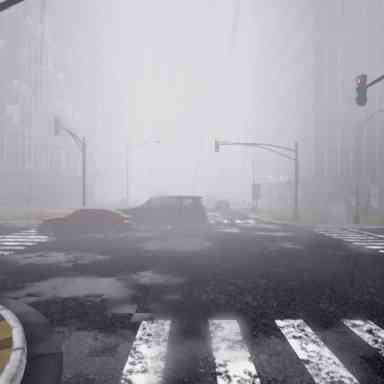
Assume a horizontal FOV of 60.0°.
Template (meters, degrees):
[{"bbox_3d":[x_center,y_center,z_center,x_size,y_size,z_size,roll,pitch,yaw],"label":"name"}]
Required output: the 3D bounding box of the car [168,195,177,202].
[{"bbox_3d":[-4.364,1.426,74.947,1.967,1.590,4.097,0,0,0],"label":"car"}]

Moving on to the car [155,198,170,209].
[{"bbox_3d":[-4.165,1.592,47.309,1.802,1.307,4.206,0,0,0],"label":"car"}]

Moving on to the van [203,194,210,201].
[{"bbox_3d":[3.477,1.321,80.531,1.690,1.788,3.998,0,0,0],"label":"van"}]

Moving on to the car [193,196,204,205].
[{"bbox_3d":[1.148,1.526,61.337,1.812,1.442,4.674,0,0,0],"label":"car"}]

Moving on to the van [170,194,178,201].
[{"bbox_3d":[-4.403,1.321,80.474,1.690,1.788,3.998,0,0,0],"label":"van"}]

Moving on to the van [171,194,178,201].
[{"bbox_3d":[-4.443,1.315,86.001,1.690,1.788,3.998,0,0,0],"label":"van"}]

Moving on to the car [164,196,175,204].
[{"bbox_3d":[-4.284,1.564,63.892,1.947,1.339,4.313,0,0,0],"label":"car"}]

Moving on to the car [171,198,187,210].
[{"bbox_3d":[-1.672,1.559,43.825,2.033,1.411,5.357,0,0,-1],"label":"car"}]

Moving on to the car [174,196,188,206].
[{"bbox_3d":[-1.737,1.498,54.340,2.128,1.511,4.902,0,0,0],"label":"car"}]

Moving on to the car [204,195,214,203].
[{"bbox_3d":[3.556,1.432,69.476,1.967,1.590,4.097,0,0,0],"label":"car"}]

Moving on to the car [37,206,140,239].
[{"bbox_3d":[-5.147,1.483,16.441,4.674,1.442,1.812,1,0,-3],"label":"car"}]

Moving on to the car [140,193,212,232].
[{"bbox_3d":[-1.825,1.244,19.850,5.566,2.045,2.150,0,0,-2],"label":"car"}]

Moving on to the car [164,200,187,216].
[{"bbox_3d":[-1.599,1.564,33.645,2.033,1.411,5.357,0,0,0],"label":"car"}]

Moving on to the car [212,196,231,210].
[{"bbox_3d":[3.804,1.579,41.840,1.947,1.339,4.313,0,0,0],"label":"car"}]

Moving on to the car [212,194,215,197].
[{"bbox_3d":[3.596,1.313,63.948,2.192,1.841,5.009,0,0,0],"label":"car"}]
